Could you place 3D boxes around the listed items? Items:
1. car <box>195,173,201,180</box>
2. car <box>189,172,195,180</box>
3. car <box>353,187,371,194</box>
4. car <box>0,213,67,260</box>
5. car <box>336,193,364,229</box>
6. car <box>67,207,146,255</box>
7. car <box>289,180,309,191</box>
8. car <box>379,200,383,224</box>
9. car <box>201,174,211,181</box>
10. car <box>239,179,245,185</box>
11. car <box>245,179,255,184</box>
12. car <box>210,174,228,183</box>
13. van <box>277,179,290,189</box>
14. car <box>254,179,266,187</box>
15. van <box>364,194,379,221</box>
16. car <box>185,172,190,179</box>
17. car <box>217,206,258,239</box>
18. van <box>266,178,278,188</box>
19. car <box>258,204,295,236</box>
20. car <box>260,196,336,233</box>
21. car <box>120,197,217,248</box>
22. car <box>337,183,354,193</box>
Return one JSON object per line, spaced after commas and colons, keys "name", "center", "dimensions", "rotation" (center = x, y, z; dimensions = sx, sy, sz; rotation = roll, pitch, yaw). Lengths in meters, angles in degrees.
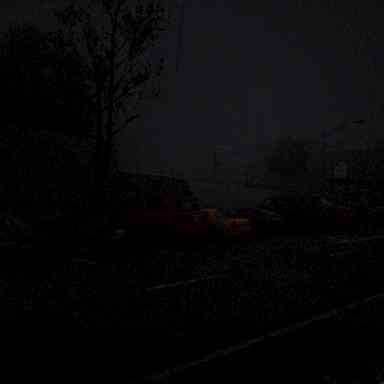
{"name": "car", "center": [3.743, -3.850, 88.325], "dimensions": [2.185, 1.767, 4.553], "rotation": [6, 3, 34]}
{"name": "car", "center": [2.024, -4.085, 90.803], "dimensions": [2.185, 1.767, 4.553], "rotation": [4, 1, 34]}
{"name": "car", "center": [27.869, 0.137, 53.770], "dimensions": [2.002, 1.452, 4.674], "rotation": [7, 3, 35]}
{"name": "car", "center": [-6.899, 1.493, 11.610], "dimensions": [4.892, 1.521, 2.231], "rotation": [-1, -1, 35]}
{"name": "car", "center": [7.882, 1.267, 21.950], "dimensions": [5.566, 2.045, 2.435], "rotation": [-1, -1, 35]}
{"name": "car", "center": [-4.470, 1.524, 13.345], "dimensions": [4.792, 1.488, 2.163], "rotation": [-1, -1, 35]}
{"name": "car", "center": [21.015, -0.992, 63.660], "dimensions": [2.231, 1.521, 4.892], "rotation": [7, 3, 35]}
{"name": "car", "center": [12.846, 1.403, 25.347], "dimensions": [4.553, 1.767, 2.185], "rotation": [-1, -1, 36]}
{"name": "car", "center": [5.525, -3.699, 85.850], "dimensions": [2.435, 2.045, 5.566], "rotation": [7, 4, 34]}
{"name": "car", "center": [12.436, -2.317, 76.048], "dimensions": [2.002, 1.452, 4.674], "rotation": [7, 3, 35]}
{"name": "car", "center": [14.166, -2.043, 73.578], "dimensions": [2.002, 1.452, 4.674], "rotation": [7, 4, 35]}
{"name": "car", "center": [7.366, -3.176, 83.582], "dimensions": [1.946, 1.575, 5.366], "rotation": [7, 3, 34]}
{"name": "van", "center": [19.266, -1.491, 66.031], "dimensions": [1.878, 1.987, 4.442], "rotation": [7, 4, 35]}
{"name": "car", "center": [15.987, -1.812, 71.249], "dimensions": [1.946, 1.575, 5.366], "rotation": [7, 3, 35]}
{"name": "van", "center": [10.428, 1.297, 23.608], "dimensions": [4.442, 1.987, 1.878], "rotation": [-1, -1, 35]}
{"name": "car", "center": [0.264, -4.362, 93.159], "dimensions": [2.435, 2.045, 5.566], "rotation": [1, -1, 35]}
{"name": "car", "center": [0.311, 1.503, 16.896], "dimensions": [5.366, 1.575, 1.946], "rotation": [-1, -1, 35]}
{"name": "van", "center": [17.548, -1.764, 68.510], "dimensions": [1.878, 1.987, 4.442], "rotation": [7, 4, 35]}
{"name": "car", "center": [2.925, 1.548, 18.511], "dimensions": [4.674, 1.452, 2.002], "rotation": [-1, -1, 35]}
{"name": "car", "center": [5.360, 1.262, 20.257], "dimensions": [5.566, 2.045, 2.435], "rotation": [-1, -1, 35]}
{"name": "car", "center": [-2.017, 1.248, 15.079], "dimensions": [5.566, 2.045, 2.435], "rotation": [-1, -1, 35]}
{"name": "car", "center": [26.190, -0.426, 56.250], "dimensions": [2.435, 2.045, 5.566], "rotation": [7, 3, 35]}
